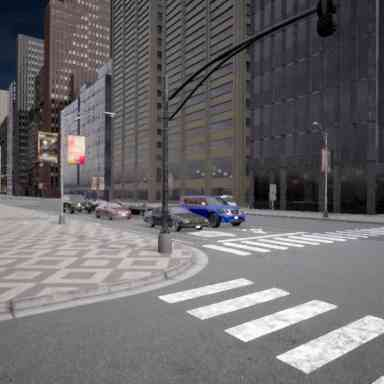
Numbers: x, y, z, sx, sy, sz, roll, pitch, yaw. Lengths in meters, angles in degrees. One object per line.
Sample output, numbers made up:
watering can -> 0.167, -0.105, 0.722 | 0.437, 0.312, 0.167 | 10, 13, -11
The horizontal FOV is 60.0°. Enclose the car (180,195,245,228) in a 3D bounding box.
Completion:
car -> 1.145, 1.267, 23.103 | 2.150, 2.045, 5.566 | 1, -1, -36

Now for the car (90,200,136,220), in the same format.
car -> -6.879, 1.584, 28.747 | 1.812, 1.442, 4.674 | 1, -1, -36

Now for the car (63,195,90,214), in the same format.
car -> -13.103, 1.322, 37.471 | 2.150, 2.045, 5.566 | 1, -1, -36

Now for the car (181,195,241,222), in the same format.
car -> 1.465, 1.311, 28.599 | 2.150, 2.045, 5.566 | 1, 0, -36

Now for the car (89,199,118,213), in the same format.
car -> -10.591, 1.651, 39.541 | 1.812, 1.442, 4.674 | 1, -1, -35

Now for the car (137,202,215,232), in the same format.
car -> -1.182, 1.568, 20.780 | 2.033, 1.411, 5.357 | 1, -1, -35
